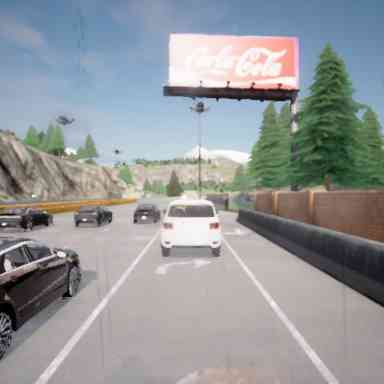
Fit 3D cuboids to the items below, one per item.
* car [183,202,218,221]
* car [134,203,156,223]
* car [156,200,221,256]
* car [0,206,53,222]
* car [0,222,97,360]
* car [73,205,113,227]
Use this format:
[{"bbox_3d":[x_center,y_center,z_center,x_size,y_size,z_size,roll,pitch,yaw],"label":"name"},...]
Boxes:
[{"bbox_3d":[0.921,1.723,31.100,1.882,1.535,5.008,-1,-1,17],"label":"car"},{"bbox_3d":[-3.692,1.717,27.857,1.837,1.490,4.892,0,0,-1],"label":"car"},{"bbox_3d":[-0.047,1.330,13.824,2.150,2.045,5.566,0,0,-1],"label":"car"},{"bbox_3d":[-10.624,1.641,21.297,2.128,1.511,4.902,0,0,-1],"label":"car"},{"bbox_3d":[-3.466,1.532,5.799,2.128,1.511,4.902,0,0,-1],"label":"car"},{"bbox_3d":[-7.157,1.672,24.546,2.128,1.511,4.902,0,0,-1],"label":"car"}]
